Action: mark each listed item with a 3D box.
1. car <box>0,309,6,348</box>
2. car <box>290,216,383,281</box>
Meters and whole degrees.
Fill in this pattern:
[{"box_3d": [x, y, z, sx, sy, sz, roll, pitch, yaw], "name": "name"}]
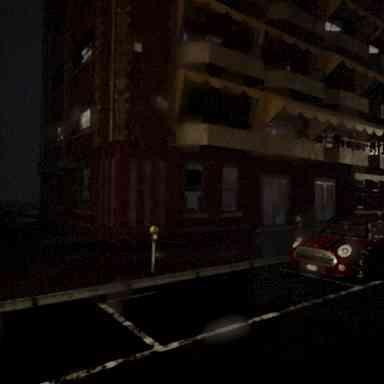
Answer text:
[{"box_3d": [-4.617, 1.517, 3.250, 4.829, 1.417, 1.752, 0, 1, -35], "name": "car"}, {"box_3d": [4.809, 1.485, 9.951, 4.097, 1.590, 1.967, 0, 1, -35], "name": "car"}]
